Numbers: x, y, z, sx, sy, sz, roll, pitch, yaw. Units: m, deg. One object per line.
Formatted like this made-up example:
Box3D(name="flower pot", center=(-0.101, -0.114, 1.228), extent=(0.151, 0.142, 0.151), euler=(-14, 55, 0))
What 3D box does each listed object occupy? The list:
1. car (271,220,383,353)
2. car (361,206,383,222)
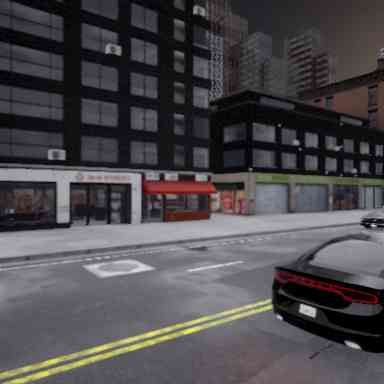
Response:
Box3D(name="car", center=(3.607, 1.478, 6.015), extent=(5.008, 1.535, 1.882), euler=(0, 0, -36))
Box3D(name="car", center=(12.599, 1.550, 20.664), extent=(5.357, 1.411, 2.033), euler=(0, 0, -35))
